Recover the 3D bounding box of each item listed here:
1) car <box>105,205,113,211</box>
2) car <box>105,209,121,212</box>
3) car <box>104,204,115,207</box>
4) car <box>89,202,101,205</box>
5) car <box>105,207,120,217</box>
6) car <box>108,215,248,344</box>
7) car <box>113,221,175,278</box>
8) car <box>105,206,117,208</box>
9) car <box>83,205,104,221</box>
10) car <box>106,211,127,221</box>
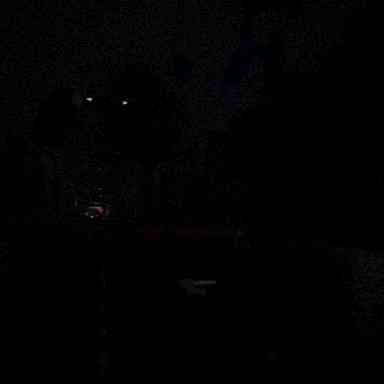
[{"bbox_3d":[-21.859,4.127,87.361,2.008,1.369,4.403,1,-2,-15],"label":"car"},{"bbox_3d":[-6.231,2.409,28.420,2.008,1.369,4.403,1,-2,-15],"label":"car"},{"bbox_3d":[-10.491,2.755,44.498,1.967,1.590,4.097,1,-2,-15],"label":"car"},{"bbox_3d":[-14.331,2.581,49.177,2.150,2.045,5.566,3,-2,-15],"label":"car"},{"bbox_3d":[-11.913,3.020,49.853,2.008,1.369,4.403,1,-2,-15],"label":"car"},{"bbox_3d":[-0.545,1.578,6.993,2.192,1.841,5.009,1,-2,-15],"label":"car"},{"bbox_3d":[-2.013,1.942,12.509,1.752,1.417,4.829,1,-2,-15],"label":"car"},{"bbox_3d":[-9.072,2.705,39.137,1.887,1.381,4.507,1,-2,-15],"label":"car"},{"bbox_3d":[-11.628,2.590,38.932,1.812,1.442,4.674,3,-2,-15],"label":"car"},{"bbox_3d":[-4.811,2.275,23.061,1.947,1.339,4.313,1,-2,-15],"label":"car"}]
